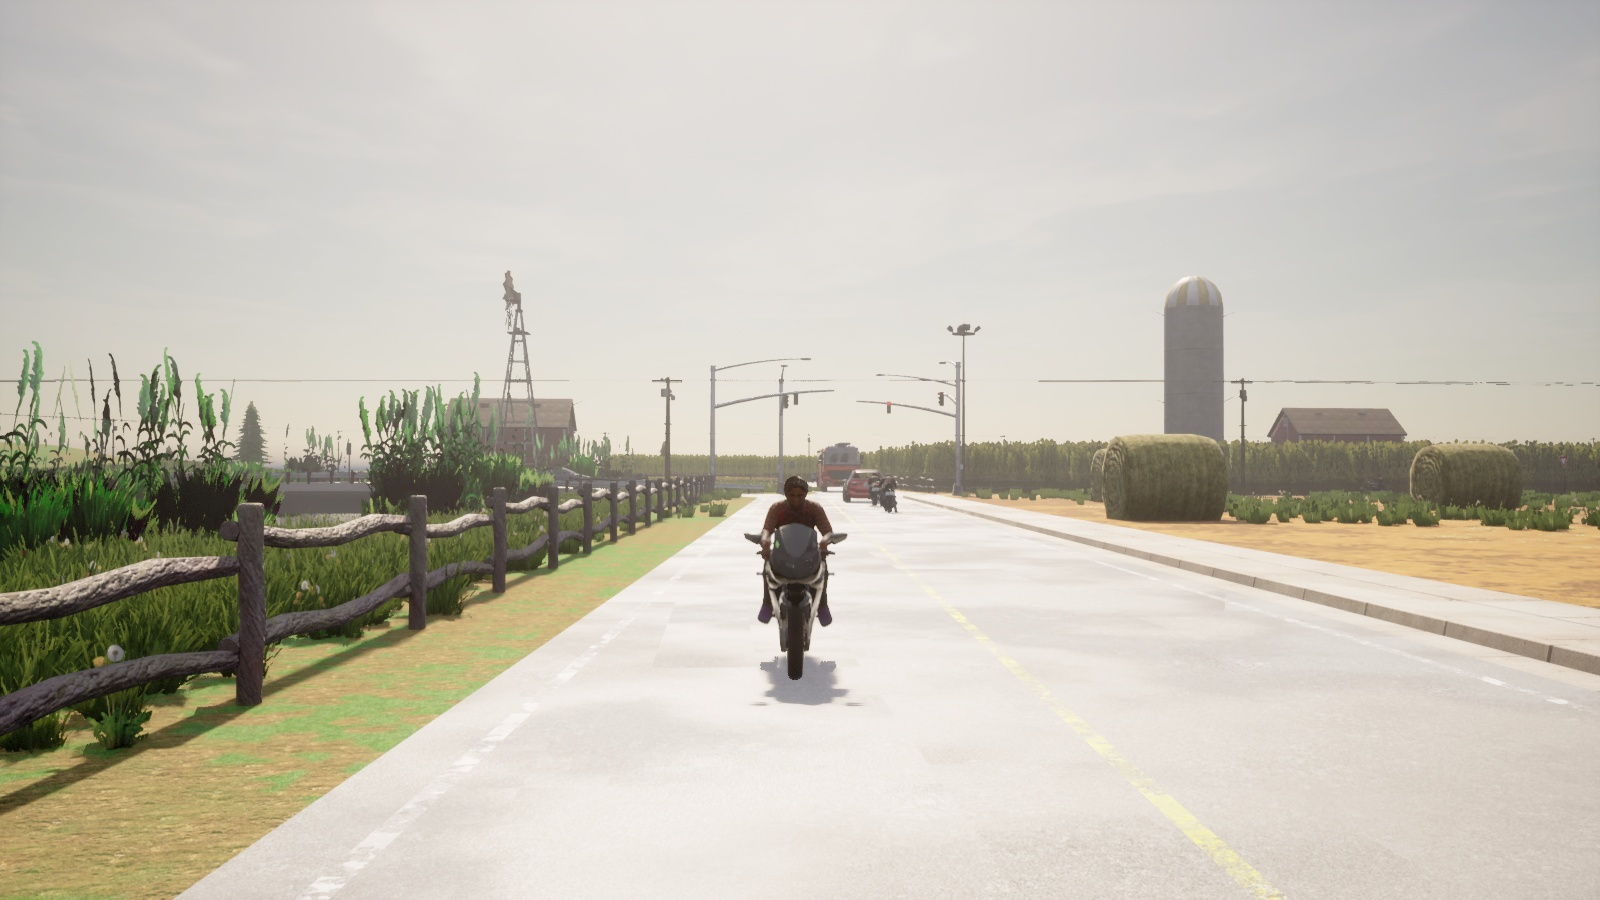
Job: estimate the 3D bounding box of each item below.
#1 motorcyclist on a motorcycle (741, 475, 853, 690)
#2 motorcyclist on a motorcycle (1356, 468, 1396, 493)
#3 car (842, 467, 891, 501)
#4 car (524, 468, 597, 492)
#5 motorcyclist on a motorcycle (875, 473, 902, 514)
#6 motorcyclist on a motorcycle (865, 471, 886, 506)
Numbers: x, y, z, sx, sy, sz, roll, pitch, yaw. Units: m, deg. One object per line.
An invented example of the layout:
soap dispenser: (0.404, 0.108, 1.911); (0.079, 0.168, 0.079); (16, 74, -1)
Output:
motorcyclist on a motorcycle: (-0.026, 0.964, 9.993); (0.797, 1.523, 2.044); (0, -1, 0)
motorcyclist on a motorcycle: (39.150, 2.072, 85.319); (2.350, 1.649, 0.766); (0, -1, -3)
car: (3.340, 1.719, 64.063); (2.242, 1.667, 4.611); (0, -1, 0)
car: (-15.365, 1.918, 80.726); (4.181, 1.385, 1.994); (2, -1, 3)
motorcyclist on a motorcycle: (3.378, 1.640, 47.979); (0.866, 1.530, 2.191); (0, -1, 0)
motorcyclist on a motorcycle: (3.357, 1.726, 56.252); (0.797, 1.523, 2.044); (0, -1, 0)
